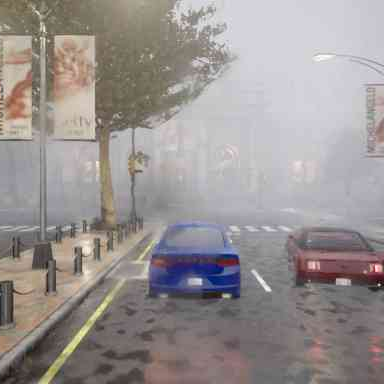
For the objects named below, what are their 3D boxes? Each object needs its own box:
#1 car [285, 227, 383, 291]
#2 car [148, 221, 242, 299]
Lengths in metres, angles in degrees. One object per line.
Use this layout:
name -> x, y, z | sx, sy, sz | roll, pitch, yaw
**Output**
car -> 3.669, 1.601, 9.143 | 1.895, 1.301, 4.718 | 0, 0, 13
car -> 0.063, 1.478, 8.512 | 1.882, 1.535, 5.008 | 0, 0, 0
